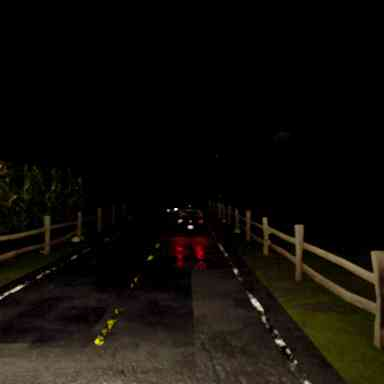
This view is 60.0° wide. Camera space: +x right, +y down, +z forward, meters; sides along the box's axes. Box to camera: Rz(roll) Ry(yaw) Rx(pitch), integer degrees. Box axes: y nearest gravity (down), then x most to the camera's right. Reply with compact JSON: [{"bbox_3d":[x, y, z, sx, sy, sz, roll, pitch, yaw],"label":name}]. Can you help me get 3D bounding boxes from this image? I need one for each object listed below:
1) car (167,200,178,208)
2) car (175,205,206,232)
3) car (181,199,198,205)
[{"bbox_3d":[-3.303,2.042,56.871,2.033,1.411,5.357,0,-1,-1],"label":"car"},{"bbox_3d":[-0.107,1.767,21.585,1.895,1.301,4.718,0,0,0],"label":"car"},{"bbox_3d":[-0.297,1.683,41.071,2.097,1.767,4.553,0,0,0],"label":"car"}]
